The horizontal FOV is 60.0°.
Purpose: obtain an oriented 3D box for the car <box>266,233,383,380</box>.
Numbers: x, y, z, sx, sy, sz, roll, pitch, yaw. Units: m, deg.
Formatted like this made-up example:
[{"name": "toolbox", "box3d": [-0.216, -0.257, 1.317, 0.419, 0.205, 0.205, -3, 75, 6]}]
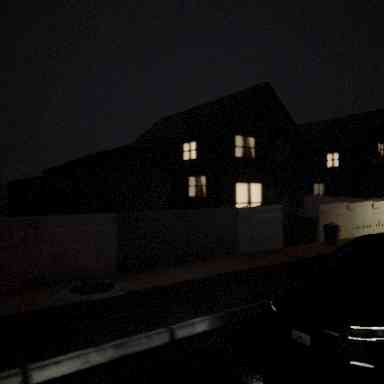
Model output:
[{"name": "car", "box3d": [3.355, 1.457, 5.457, 5.008, 1.535, 1.882, -1, 0, -35]}]
